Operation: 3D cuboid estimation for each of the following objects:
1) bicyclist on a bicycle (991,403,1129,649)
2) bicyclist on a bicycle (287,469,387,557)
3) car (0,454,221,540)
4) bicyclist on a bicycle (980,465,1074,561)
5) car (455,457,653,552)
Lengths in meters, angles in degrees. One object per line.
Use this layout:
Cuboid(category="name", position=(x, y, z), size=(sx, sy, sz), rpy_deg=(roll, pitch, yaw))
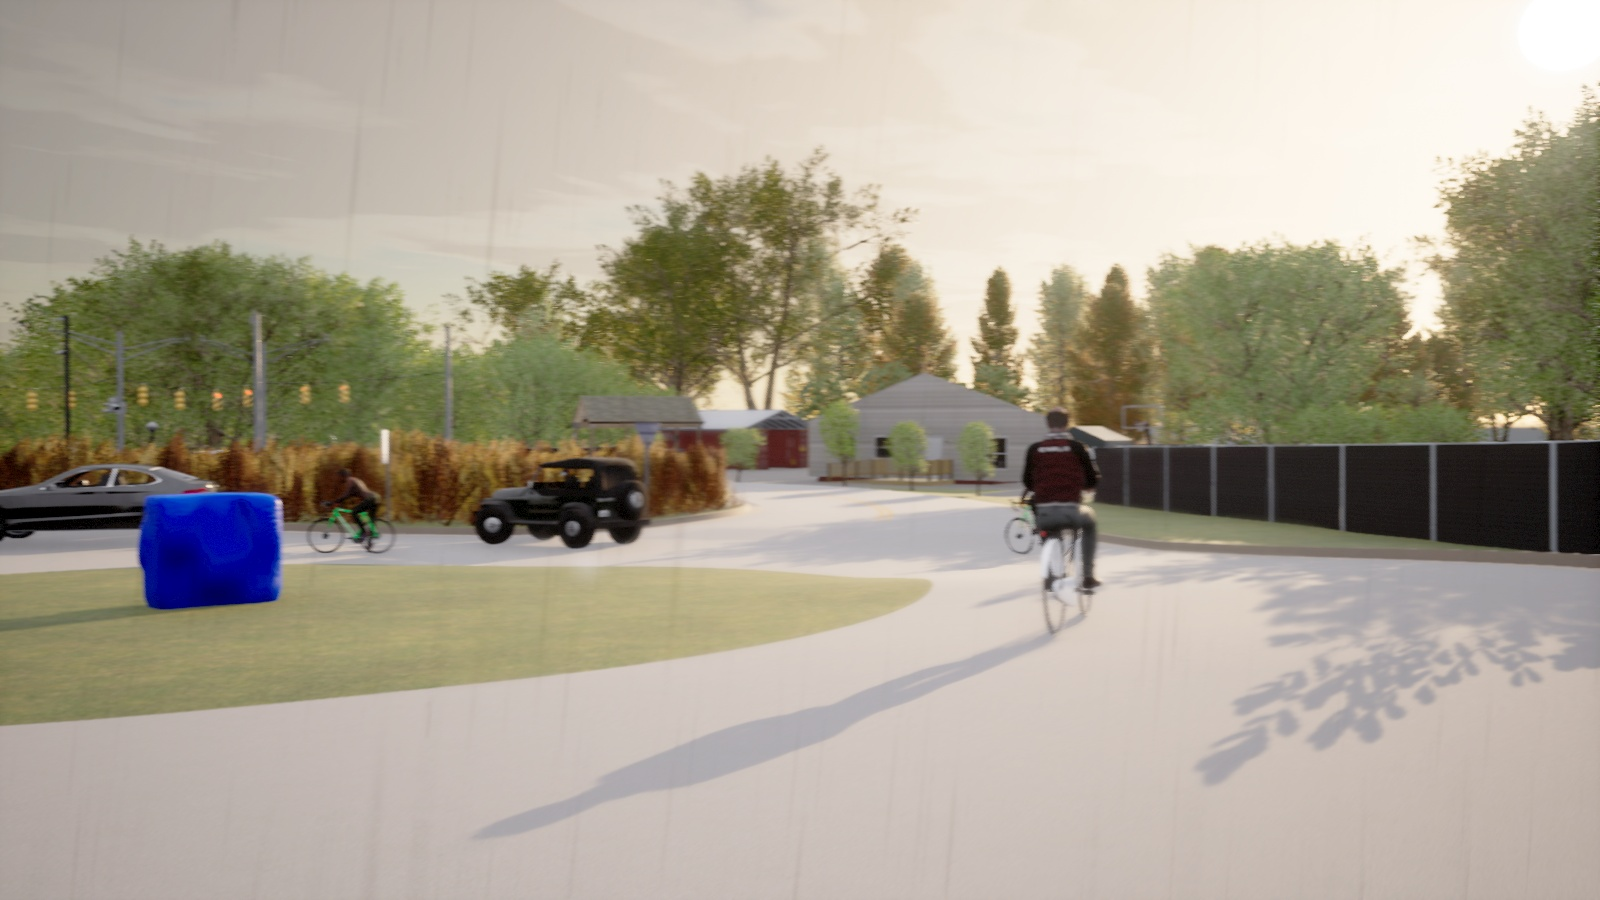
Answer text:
Cuboid(category="bicyclist on a bicycle", position=(2.115, 0.554, 10.040), size=(0.659, 1.776, 1.843), rpy_deg=(-2, -1, 23))
Cuboid(category="bicyclist on a bicycle", position=(-8.798, 1.192, 23.903), size=(1.656, 1.620, 0.582), rpy_deg=(1, 0, -5))
Cuboid(category="car", position=(-15.038, 0.947, 26.239), size=(5.027, 1.651, 2.152), rpy_deg=(0, 1, -14))
Cuboid(category="bicyclist on a bicycle", position=(4.001, 1.105, 22.221), size=(0.582, 1.620, 1.656), rpy_deg=(-1, -1, -34))
Cuboid(category="car", position=(-5.306, 1.102, 27.015), size=(3.866, 1.878, 1.905), rpy_deg=(0, 0, 31))
